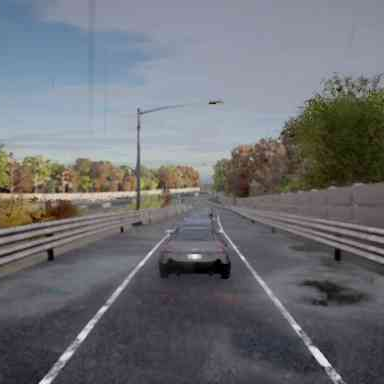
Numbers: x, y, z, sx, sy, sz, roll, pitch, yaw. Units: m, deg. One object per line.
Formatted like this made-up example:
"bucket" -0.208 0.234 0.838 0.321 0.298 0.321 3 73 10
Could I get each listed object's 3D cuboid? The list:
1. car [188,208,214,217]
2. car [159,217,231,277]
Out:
"car" 0.465 1.965 21.017 2.033 1.411 5.357 0 -2 2
"car" 0.098 1.681 10.582 1.994 1.385 4.181 0 -1 1
